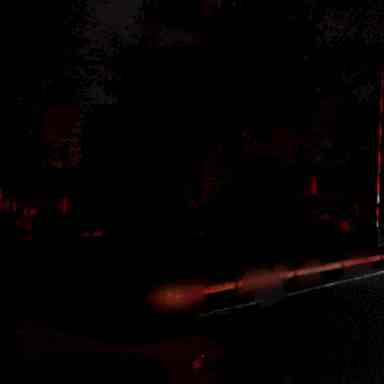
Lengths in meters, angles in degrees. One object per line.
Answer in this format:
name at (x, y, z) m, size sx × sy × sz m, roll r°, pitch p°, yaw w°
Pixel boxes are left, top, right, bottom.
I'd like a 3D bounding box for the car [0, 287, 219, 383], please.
car at (-2.340, 1.522, 2.241) m, size 5.357 × 1.411 × 2.033 m, roll 1°, pitch 0°, yaw -34°
